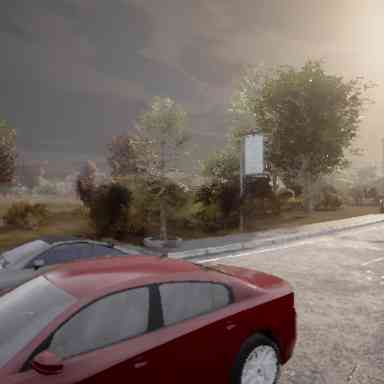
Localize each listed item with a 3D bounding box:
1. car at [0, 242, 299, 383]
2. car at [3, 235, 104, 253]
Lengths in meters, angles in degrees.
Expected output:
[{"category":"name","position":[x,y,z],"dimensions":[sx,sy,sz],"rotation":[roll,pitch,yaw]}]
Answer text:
[{"category":"car","position":[-0.993,1.484,3.404],"dimensions":[5.008,1.535,1.882],"rotation":[0,0,-37]},{"category":"car","position":[-2.739,1.577,6.475],"dimensions":[4.181,1.385,1.994],"rotation":[0,0,-37]}]
